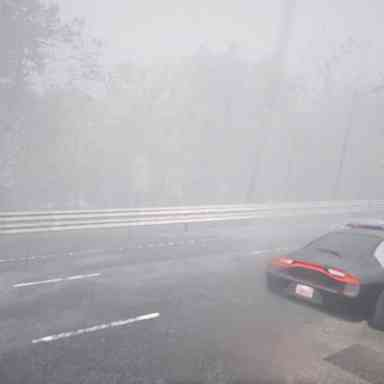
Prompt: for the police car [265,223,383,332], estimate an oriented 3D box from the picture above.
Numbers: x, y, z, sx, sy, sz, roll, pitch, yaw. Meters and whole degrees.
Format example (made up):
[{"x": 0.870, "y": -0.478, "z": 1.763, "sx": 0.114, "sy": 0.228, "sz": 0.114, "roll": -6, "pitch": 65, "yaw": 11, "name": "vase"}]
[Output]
[{"x": 3.918, "y": 1.452, "z": 6.806, "sx": 4.974, "sy": 1.542, "sz": 2.038, "roll": 0, "pitch": 0, "yaw": -32, "name": "police car"}]
